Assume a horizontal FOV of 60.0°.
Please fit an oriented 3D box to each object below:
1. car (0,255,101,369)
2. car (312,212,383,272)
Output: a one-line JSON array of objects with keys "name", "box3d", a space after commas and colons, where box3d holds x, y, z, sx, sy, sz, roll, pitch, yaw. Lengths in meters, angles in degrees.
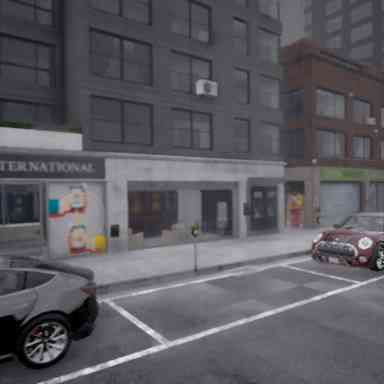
[{"name": "car", "box3d": [-3.342, 1.568, 4.156, 4.313, 1.339, 1.947, 0, 0, -35]}, {"name": "car", "box3d": [5.626, 1.392, 10.552, 4.097, 1.590, 1.967, 0, 0, -35]}]
